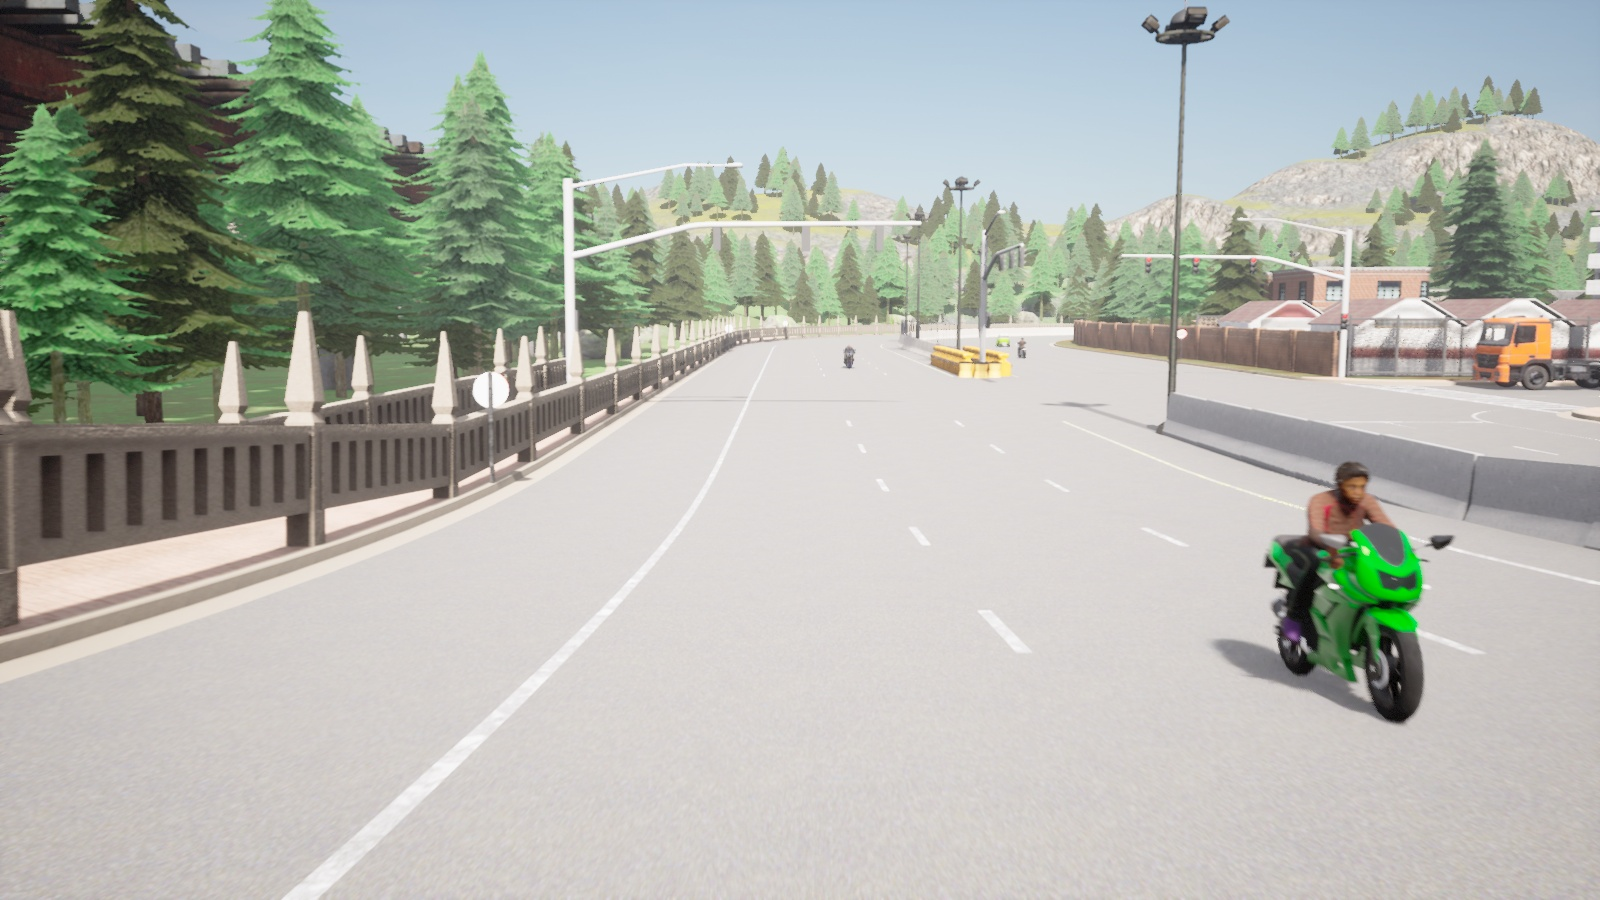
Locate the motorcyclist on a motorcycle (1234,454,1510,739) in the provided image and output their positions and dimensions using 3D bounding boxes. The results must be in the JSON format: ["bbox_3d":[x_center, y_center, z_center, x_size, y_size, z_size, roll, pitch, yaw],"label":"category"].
[{"bbox_3d":[3.483,0.805,7.893,0.797,1.523,2.044,0,1,0],"label":"motorcyclist on a motorcycle"}]

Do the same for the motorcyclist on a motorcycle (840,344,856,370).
[{"bbox_3d":[2.968,-5.734,77.290,0.866,1.530,2.191,0,6,0],"label":"motorcyclist on a motorcycle"}]

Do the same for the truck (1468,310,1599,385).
[{"bbox_3d":[36.368,-4.883,59.285,7.936,3.462,2.891,0,6,1],"label":"truck"}]
